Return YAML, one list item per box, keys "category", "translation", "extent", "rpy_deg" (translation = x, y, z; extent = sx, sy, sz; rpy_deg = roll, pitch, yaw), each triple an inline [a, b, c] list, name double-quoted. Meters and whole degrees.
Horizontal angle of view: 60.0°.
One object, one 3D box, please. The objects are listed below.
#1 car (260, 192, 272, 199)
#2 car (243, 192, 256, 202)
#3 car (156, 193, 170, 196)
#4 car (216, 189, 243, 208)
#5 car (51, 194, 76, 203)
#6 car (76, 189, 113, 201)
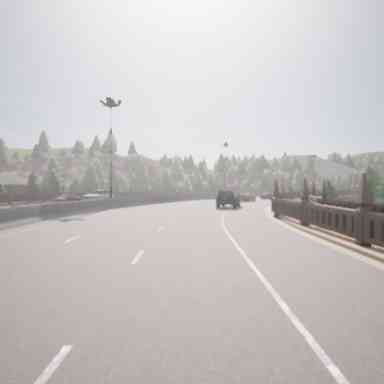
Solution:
- category: "car"
  translation: [14.509, 0.666, 63.174]
  extent: [1.994, 1.385, 4.181]
  rpy_deg: [0, 1, 34]
- category: "car"
  translation: [8.758, 0.743, 53.327]
  extent: [1.882, 1.535, 5.008]
  rpy_deg: [0, 1, 29]
- category: "car"
  translation: [-4.948, 0.853, 56.815]
  extent: [1.994, 1.385, 4.181]
  rpy_deg: [0, 1, 25]
- category: "car"
  translation: [4.099, 0.721, 37.381]
  extent: [2.150, 2.045, 5.566]
  rpy_deg: [0, 1, 15]
- category: "car"
  translation: [-16.835, 0.992, 44.779]
  extent: [1.812, 1.442, 4.674]
  rpy_deg: [0, 1, 16]
- category: "car"
  translation: [-12.939, 0.666, 45.774]
  extent: [2.150, 2.045, 5.566]
  rpy_deg: [0, 1, 17]
